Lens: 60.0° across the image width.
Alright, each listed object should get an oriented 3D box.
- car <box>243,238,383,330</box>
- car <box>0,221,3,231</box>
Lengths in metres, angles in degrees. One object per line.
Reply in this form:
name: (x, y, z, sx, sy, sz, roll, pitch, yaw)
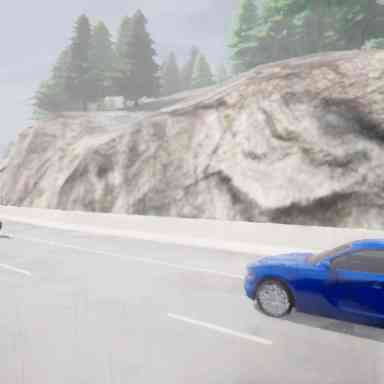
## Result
car: (3.348, 1.573, 5.959, 5.008, 1.535, 1.882, 0, -1, 35)
car: (-12.422, 1.763, 18.692, 4.718, 1.301, 1.895, 0, -1, 43)
